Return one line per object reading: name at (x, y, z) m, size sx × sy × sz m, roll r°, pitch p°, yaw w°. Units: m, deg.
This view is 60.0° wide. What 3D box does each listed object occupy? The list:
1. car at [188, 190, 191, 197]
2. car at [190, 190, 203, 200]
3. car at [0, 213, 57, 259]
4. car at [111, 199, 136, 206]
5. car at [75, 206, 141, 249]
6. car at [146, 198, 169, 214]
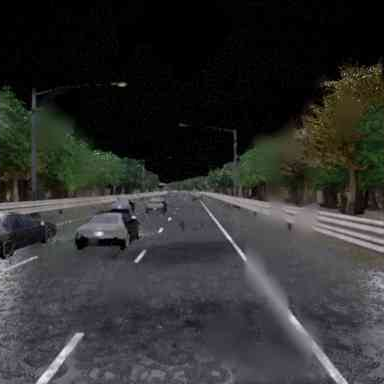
car at (0.000, 0.803, 91.608) m, size 1.812 × 1.442 × 4.674 m, roll 0°, pitch 0°, yaw 0°
car at (1.224, 0.901, 73.072) m, size 2.097 × 1.767 × 4.553 m, roll 0°, pitch 0°, yaw 0°
car at (-6.900, 1.482, 12.266) m, size 2.033 × 1.411 × 5.357 m, roll 0°, pitch 0°, yaw 0°
car at (-6.900, 1.377, 33.685) m, size 1.994 × 1.385 × 4.181 m, roll 0°, pitch 0°, yaw 0°
car at (-3.399, 1.488, 14.136) m, size 1.994 × 1.385 × 4.181 m, roll 0°, pitch 0°, yaw 0°
car at (-3.399, 1.309, 33.008) m, size 2.128 × 1.511 × 4.902 m, roll 0°, pitch 0°, yaw 0°
